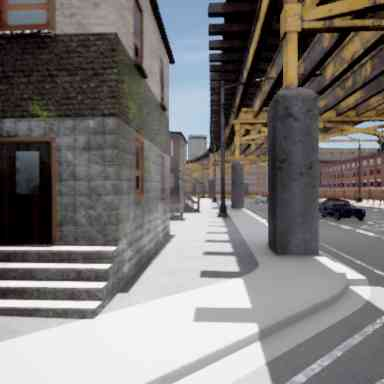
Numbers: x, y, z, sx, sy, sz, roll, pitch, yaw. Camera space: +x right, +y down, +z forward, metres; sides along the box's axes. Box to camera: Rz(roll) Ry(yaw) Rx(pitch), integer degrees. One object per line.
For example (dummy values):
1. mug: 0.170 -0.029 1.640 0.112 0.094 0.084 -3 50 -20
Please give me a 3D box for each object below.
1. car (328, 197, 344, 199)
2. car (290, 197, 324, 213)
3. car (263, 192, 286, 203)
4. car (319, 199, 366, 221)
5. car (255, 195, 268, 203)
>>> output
1. car: 15.785 1.263 36.737 1.812 1.442 4.674 0 0 4
2. car: 11.974 1.314 34.961 2.033 1.411 5.357 0 0 4
3. car: 15.121 0.974 61.026 2.097 1.767 4.553 0 0 -17
4. car: 11.316 1.418 25.264 1.895 1.301 4.718 0 0 4
5. car: 12.385 1.182 57.390 1.812 1.442 4.674 0 1 -10
